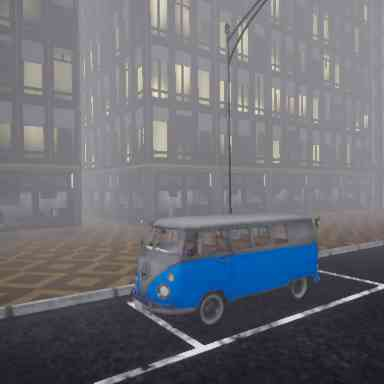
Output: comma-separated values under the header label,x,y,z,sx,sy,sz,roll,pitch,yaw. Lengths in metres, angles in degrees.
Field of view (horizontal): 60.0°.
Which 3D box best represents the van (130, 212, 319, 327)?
label,x,y,z,sx,sy,sz,roll,pitch,yaw
van,0.816,1.337,6.698,3.998,1.788,1.690,0,-1,-35
